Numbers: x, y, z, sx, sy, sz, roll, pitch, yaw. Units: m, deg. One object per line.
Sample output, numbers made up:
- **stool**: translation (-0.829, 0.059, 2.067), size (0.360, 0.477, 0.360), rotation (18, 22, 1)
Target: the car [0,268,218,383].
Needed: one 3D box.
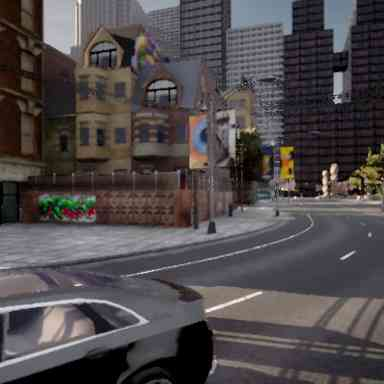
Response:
- **car**: translation (-2.009, 1.526, 2.728), size (4.902, 1.511, 2.128), rotation (0, -1, -37)

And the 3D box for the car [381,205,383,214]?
- **car**: translation (21.781, 1.750, 35.598), size (2.033, 1.411, 5.357), rotation (0, 0, 17)
